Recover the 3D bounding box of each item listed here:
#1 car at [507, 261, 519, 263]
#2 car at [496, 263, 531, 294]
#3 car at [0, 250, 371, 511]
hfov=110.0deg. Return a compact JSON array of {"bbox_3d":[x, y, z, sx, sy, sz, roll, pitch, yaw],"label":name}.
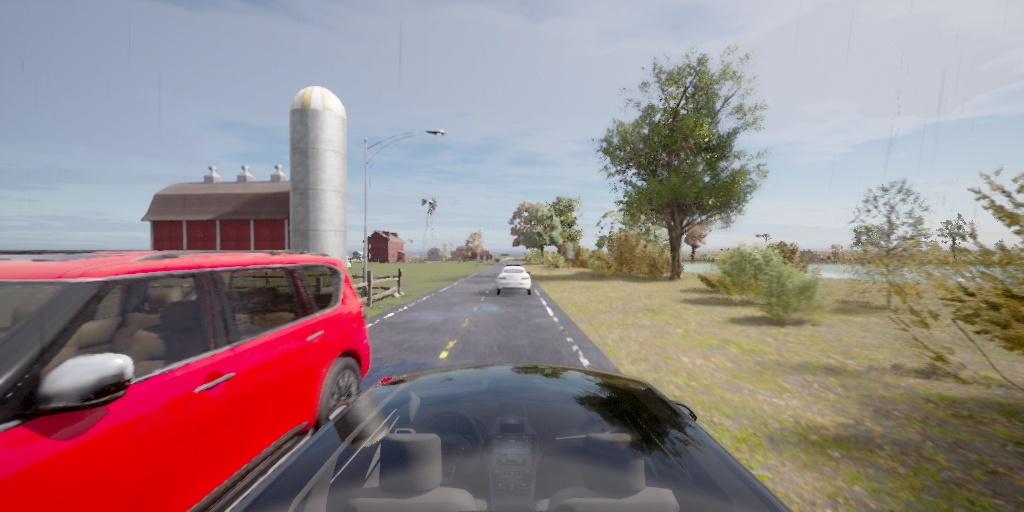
[{"bbox_3d":[0.093,1.320,42.791,1.882,1.535,5.008,0,0,0],"label":"car"},{"bbox_3d":[0.093,1.293,20.420,1.812,1.442,4.674,0,0,0],"label":"car"},{"bbox_3d":[-2.846,0.971,2.296,2.150,2.045,5.566,0,0,0],"label":"car"}]
